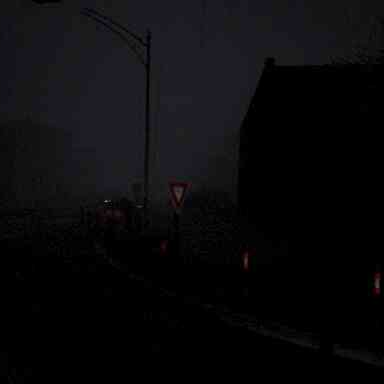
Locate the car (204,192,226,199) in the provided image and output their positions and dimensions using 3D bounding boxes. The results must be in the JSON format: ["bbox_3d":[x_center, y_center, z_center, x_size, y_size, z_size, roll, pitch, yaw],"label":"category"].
[{"bbox_3d":[5.269,0.775,76.622,4.674,1.452,2.002,1,1,13],"label":"car"}]

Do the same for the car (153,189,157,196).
[{"bbox_3d":[-12.707,0.326,88.233,4.892,1.521,2.231,1,1,13],"label":"car"}]

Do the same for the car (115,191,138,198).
[{"bbox_3d":[-15.252,0.473,77.503,5.008,1.535,2.097,1,1,13],"label":"car"}]

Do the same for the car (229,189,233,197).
[{"bbox_3d":[6.570,0.409,81.955,5.566,2.045,2.435,1,1,13],"label":"car"}]

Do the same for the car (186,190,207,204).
[{"bbox_3d":[-0.478,0.970,52.206,4.553,1.767,2.185,1,1,13],"label":"car"}]

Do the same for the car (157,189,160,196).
[{"bbox_3d":[-12.074,0.291,90.916,4.892,1.521,2.231,1,1,13],"label":"car"}]

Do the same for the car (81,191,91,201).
[{"bbox_3d":[-20.321,0.775,56.033,5.008,1.535,2.097,1,1,13],"label":"car"}]

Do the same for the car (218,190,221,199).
[{"bbox_3d":[2.701,0.903,65.741,4.892,1.521,2.231,1,1,13],"label":"car"}]

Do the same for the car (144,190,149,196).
[{"bbox_3d":[-14.009,0.271,82.873,4.553,1.767,2.185,1,1,13],"label":"car"}]

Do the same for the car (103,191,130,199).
[{"bbox_3d":[-16.334,0.552,72.092,5.366,1.575,1.946,1,1,13],"label":"car"}]

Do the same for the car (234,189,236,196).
[{"bbox_3d":[9.072,0.548,92.789,4.792,1.488,2.163,1,1,13],"label":"car"}]

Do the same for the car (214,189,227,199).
[{"bbox_3d":[4.157,0.817,71.107,5.366,1.575,1.946,1,1,13],"label":"car"}]

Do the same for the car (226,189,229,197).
[{"bbox_3d":[4.622,0.523,73.978,5.566,2.045,2.435,1,1,13],"label":"car"}]

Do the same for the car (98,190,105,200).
[{"bbox_3d":[-19.017,0.583,61.389,4.553,1.767,2.185,1,1,13],"label":"car"}]

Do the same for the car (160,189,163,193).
[{"bbox_3d":[-11.440,0.259,93.599,4.892,1.521,2.231,1,1,13],"label":"car"}]

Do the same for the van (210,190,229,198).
[{"bbox_3d":[7.070,0.394,84.694,4.442,1.987,1.878,1,1,13],"label":"van"}]

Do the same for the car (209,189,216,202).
[{"bbox_3d":[1.446,0.860,60.325,4.553,1.767,2.185,1,1,13],"label":"car"}]

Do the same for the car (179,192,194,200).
[{"bbox_3d":[-1.124,0.775,70.046,1.882,1.535,5.008,1,1,13],"label":"car"}]

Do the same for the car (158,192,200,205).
[{"bbox_3d":[-1.791,1.175,46.933,4.792,1.488,2.163,1,1,13],"label":"car"}]

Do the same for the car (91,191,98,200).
[{"bbox_3d":[-19.681,0.782,58.714,4.674,1.452,2.002,1,1,13],"label":"car"}]

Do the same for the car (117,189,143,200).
[{"bbox_3d":[-11.286,0.680,61.196,2.097,1.767,4.553,1,1,14],"label":"car"}]

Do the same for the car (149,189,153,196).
[{"bbox_3d":[-13.314,0.235,85.542,4.553,1.767,2.185,1,1,13],"label":"car"}]

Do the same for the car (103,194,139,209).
[{"bbox_3d":[-8.108,1.286,38.569,1.895,1.301,4.718,1,1,9],"label":"car"}]

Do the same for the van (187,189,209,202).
[{"bbox_3d":[0.050,0.835,55.068,4.442,1.987,1.878,1,1,13],"label":"van"}]

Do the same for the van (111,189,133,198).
[{"bbox_3d":[-15.764,0.288,74.787,4.442,1.987,1.878,1,1,13],"label":"van"}]

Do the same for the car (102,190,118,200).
[{"bbox_3d":[-14.249,0.846,61.693,1.994,1.385,4.181,1,1,14],"label":"car"}]

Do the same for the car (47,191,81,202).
[{"bbox_3d":[-20.919,0.679,53.335,4.553,1.767,2.185,1,1,13],"label":"car"}]

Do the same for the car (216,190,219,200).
[{"bbox_3d":[2.078,0.941,63.161,5.008,1.535,2.097,1,1,13],"label":"car"}]
